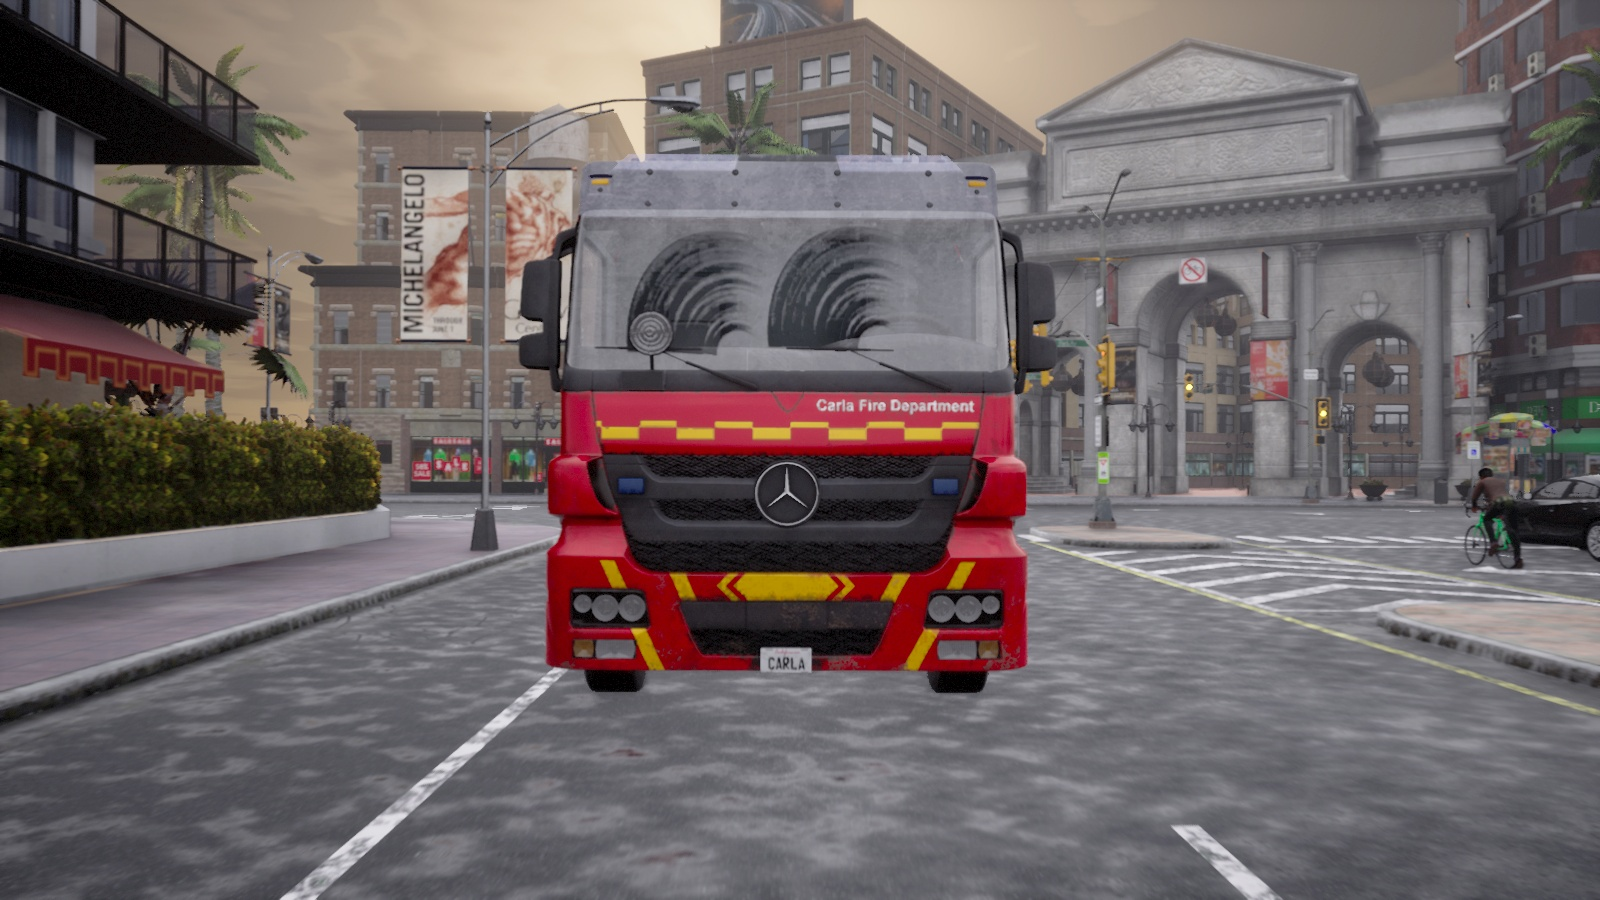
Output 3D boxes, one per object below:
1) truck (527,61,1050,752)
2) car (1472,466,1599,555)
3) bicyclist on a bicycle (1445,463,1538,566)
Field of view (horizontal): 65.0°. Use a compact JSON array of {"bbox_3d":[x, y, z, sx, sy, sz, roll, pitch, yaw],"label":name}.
[{"bbox_3d":[-0.101,-0.186,11.204,2.891,3.827,8.468,0,-1,0],"label":"truck"},{"bbox_3d":[14.791,1.077,23.331,1.882,1.535,5.008,0,-1,0],"label":"car"},{"bbox_3d":[11.310,1.027,20.605,0.582,1.620,1.656,0,-1,0],"label":"bicyclist on a bicycle"}]
